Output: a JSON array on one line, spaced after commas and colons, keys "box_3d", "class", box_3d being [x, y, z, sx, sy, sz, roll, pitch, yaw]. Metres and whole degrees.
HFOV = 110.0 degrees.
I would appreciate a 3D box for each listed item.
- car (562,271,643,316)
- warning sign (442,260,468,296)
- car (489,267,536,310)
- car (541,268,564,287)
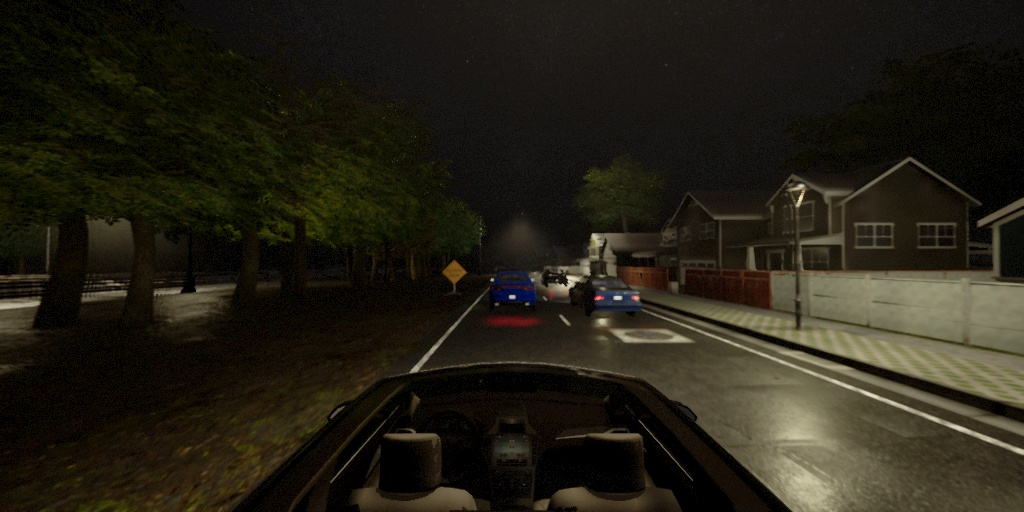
[{"box_3d": [3.512, 1.477, 14.360, 2.033, 1.411, 5.357, 0, -1, 0], "class": "car"}, {"box_3d": [-3.042, 1.130, 18.886, 1.300, 1.860, 1.060, 0, 0, 0], "class": "warning sign"}, {"box_3d": [0.031, 1.438, 16.070, 1.882, 1.535, 5.008, 0, -1, 0], "class": "car"}, {"box_3d": [3.530, 1.767, 30.356, 2.128, 1.511, 4.902, 0, -1, 0], "class": "car"}]
